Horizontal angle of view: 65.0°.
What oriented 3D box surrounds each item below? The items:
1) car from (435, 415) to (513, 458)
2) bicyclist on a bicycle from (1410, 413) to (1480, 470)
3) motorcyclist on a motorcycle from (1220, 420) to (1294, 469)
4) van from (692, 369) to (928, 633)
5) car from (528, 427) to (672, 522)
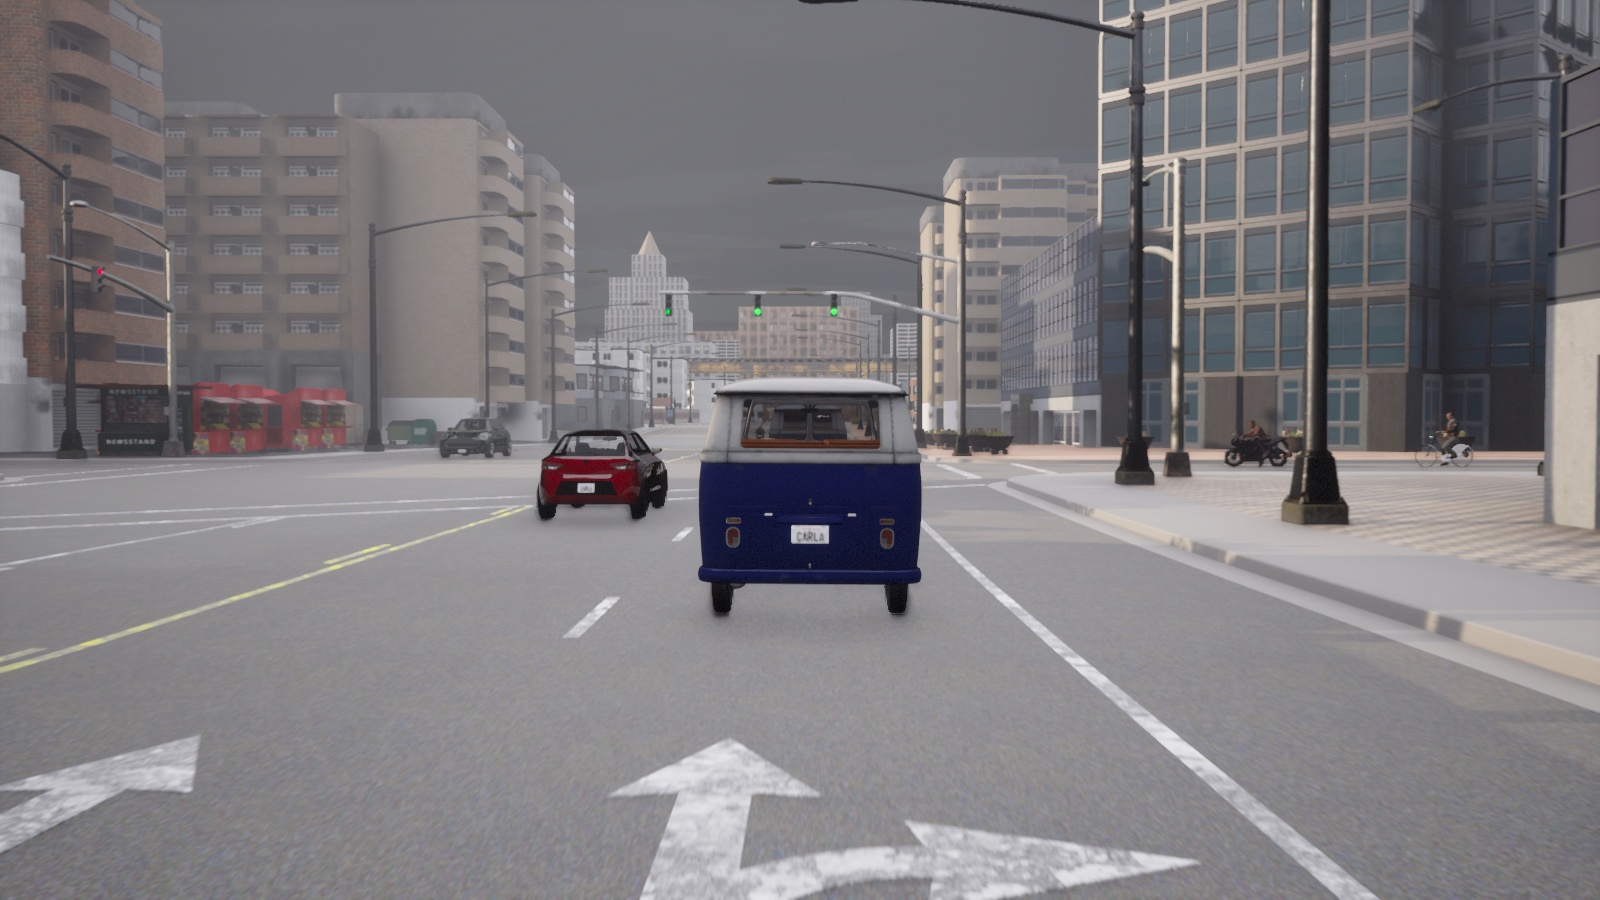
[{"bbox_3d":[-13.681,-0.589,52.946,2.097,1.767,4.553,0,1,0],"label":"car"},{"bbox_3d":[20.456,-0.279,39.831,1.843,1.776,0.659,0,2,1],"label":"bicyclist on a bicycle"},{"bbox_3d":[14.524,-0.173,39.915,2.044,1.523,0.797,0,2,1],"label":"motorcyclist on a motorcycle"},{"bbox_3d":[0.084,0.335,11.744,1.775,1.987,4.442,0,1,0],"label":"van"},{"bbox_3d":[-3.365,0.350,21.882,1.816,1.474,4.193,0,1,0],"label":"car"}]
